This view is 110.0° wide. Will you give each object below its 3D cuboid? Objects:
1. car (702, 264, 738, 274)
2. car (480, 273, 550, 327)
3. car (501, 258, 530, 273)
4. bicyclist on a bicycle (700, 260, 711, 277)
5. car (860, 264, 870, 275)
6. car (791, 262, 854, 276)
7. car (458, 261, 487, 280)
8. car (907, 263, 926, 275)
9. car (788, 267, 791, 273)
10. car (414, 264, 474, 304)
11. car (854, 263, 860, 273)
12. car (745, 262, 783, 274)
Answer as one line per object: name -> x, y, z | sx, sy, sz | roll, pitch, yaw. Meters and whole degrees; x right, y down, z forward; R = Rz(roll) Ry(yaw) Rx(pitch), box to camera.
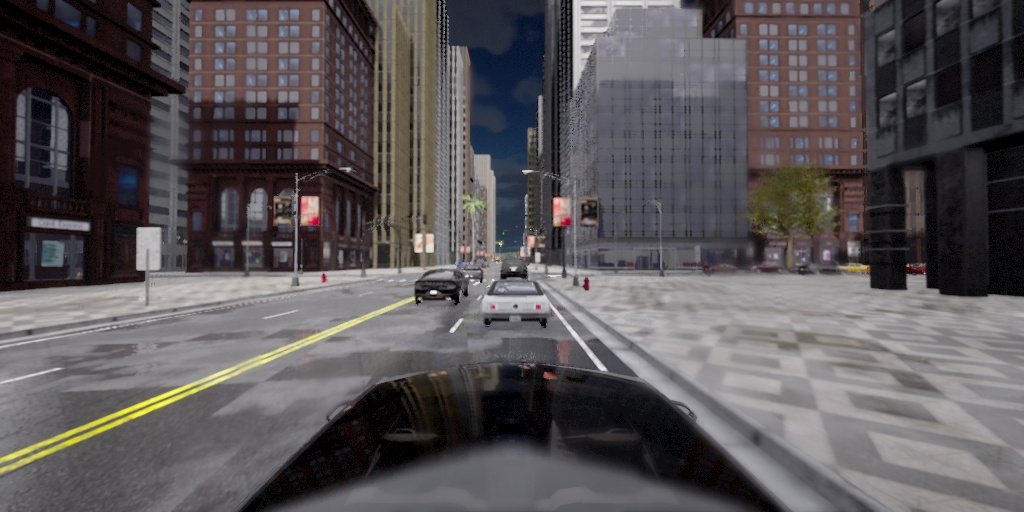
car -> 26.460, 1.609, 45.722 | 4.207, 1.307, 1.802 | 0, 0, -1
car -> 0.099, 1.404, 11.807 | 1.895, 1.301, 4.718 | 0, 0, 0
car -> 0.285, 1.172, 30.180 | 2.150, 2.045, 5.566 | 0, -1, 4
bicyclist on a bicycle -> 18.390, 1.159, 34.121 | 0.582, 1.620, 1.656 | 0, -1, -1
car -> 42.513, 1.240, 40.084 | 4.553, 1.767, 2.097 | 0, -1, 0
car -> 32.226, 1.433, 37.287 | 4.313, 1.339, 1.948 | 0, 0, -1
car -> -3.433, 1.451, 31.148 | 2.128, 1.511, 4.902 | 0, -1, -4
car -> 43.502, 1.386, 37.464 | 4.507, 1.381, 1.888 | 0, 0, -1
car -> 37.737, 1.579, 45.899 | 4.207, 1.307, 1.802 | 0, 0, -1
car -> -3.153, 1.315, 16.888 | 1.882, 1.535, 5.008 | 0, 0, 0
car -> 43.205, 1.510, 45.984 | 4.829, 1.417, 1.751 | 0, 0, -1
car -> 32.098, 1.450, 45.811 | 4.097, 1.591, 1.967 | 0, 0, -1
